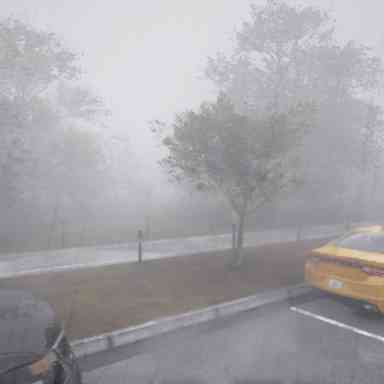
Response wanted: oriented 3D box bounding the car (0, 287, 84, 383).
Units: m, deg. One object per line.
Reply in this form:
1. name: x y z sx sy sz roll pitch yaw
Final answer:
1. car: -3.432 1.270 1.628 5.566 2.045 2.435 0 0 -35

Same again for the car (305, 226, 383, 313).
1. car: 4.651 1.484 7.318 5.008 1.535 2.097 0 0 -33
